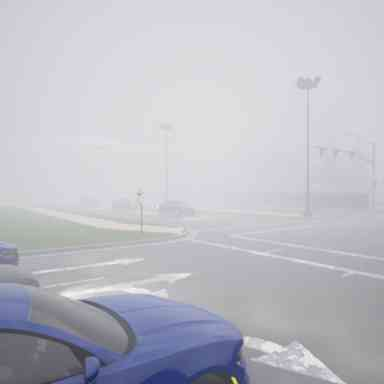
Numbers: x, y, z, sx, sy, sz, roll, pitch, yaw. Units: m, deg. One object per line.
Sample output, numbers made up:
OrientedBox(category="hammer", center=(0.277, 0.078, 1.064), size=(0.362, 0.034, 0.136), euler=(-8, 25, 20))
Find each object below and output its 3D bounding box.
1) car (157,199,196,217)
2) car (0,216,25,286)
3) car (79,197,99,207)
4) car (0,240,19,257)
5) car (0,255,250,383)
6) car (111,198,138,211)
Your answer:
OrientedBox(category="car", center=(-1.543, 1.504, 31.902), size=(1.837, 1.490, 4.892), euler=(0, 0, -36))
OrientedBox(category="car", center=(-6.734, 1.478, 7.560), size=(5.008, 1.535, 1.882), euler=(0, 0, -35))
OrientedBox(category="car", center=(-15.994, 1.491, 51.648), size=(2.128, 1.511, 4.902), euler=(0, 0, -36))
OrientedBox(category="car", center=(-4.463, 1.564, 4.880), size=(4.181, 1.385, 1.994), euler=(0, 0, -35))
OrientedBox(category="car", center=(-1.742, 1.478, 2.518), size=(5.008, 1.535, 1.882), euler=(0, 0, -35))
OrientedBox(category="car", center=(-8.497, 1.489, 41.369), size=(2.128, 1.511, 4.902), euler=(0, 0, -36))
